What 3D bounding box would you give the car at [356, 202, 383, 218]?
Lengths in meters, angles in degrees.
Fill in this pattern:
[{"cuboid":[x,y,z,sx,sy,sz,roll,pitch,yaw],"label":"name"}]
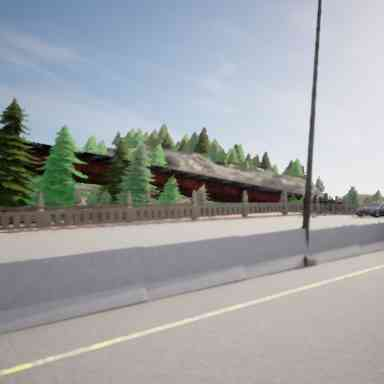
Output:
[{"cuboid":[19.906,1.896,36.413,4.553,1.767,2.097,2,-2,-37],"label":"car"}]
